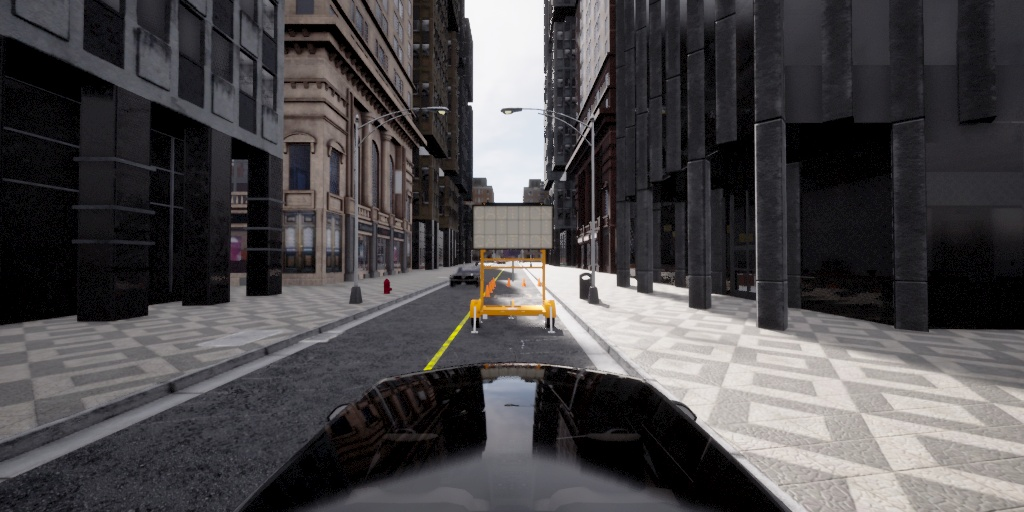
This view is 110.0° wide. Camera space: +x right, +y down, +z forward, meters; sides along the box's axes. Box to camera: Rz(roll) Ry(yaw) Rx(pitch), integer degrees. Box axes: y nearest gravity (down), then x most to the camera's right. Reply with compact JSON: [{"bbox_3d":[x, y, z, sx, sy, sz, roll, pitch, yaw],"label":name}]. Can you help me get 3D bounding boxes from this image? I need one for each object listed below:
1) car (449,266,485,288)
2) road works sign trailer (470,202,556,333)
[{"bbox_3d":[-2.928,1.361,23.864,1.895,1.301,4.718,0,0,0],"label":"car"},{"bbox_3d":[0.029,0.217,10.712,2.380,3.560,2.880,0,0,0],"label":"road works sign trailer"}]
